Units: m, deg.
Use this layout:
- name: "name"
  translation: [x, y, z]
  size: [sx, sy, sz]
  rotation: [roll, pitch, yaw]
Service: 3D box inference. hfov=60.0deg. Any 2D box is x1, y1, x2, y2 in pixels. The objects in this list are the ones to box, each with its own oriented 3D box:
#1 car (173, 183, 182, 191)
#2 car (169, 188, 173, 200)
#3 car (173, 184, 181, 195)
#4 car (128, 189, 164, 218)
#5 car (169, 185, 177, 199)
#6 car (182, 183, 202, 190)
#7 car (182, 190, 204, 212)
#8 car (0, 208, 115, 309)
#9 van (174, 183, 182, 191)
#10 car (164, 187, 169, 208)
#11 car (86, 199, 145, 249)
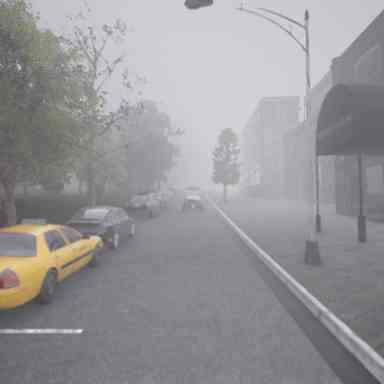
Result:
- name: "car"
  translation: [-3.643, -0.701, 74.965]
  size: [2.097, 1.535, 5.008]
  rotation: [0, 2, 2]
- name: "car"
  translation: [-3.648, 0.626, 35.989]
  size: [2.231, 1.521, 4.892]
  rotation: [0, 2, 2]
- name: "car"
  translation: [-3.644, -0.096, 58.297]
  size: [2.163, 1.488, 4.792]
  rotation: [0, 2, 2]
- name: "car"
  translation: [-3.651, 0.866, 24.823]
  size: [2.185, 1.767, 4.553]
  rotation: [0, 2, 2]
- name: "car"
  translation: [-3.639, 0.244, 47.316]
  size: [1.946, 1.575, 5.366]
  rotation: [0, 2, 2]
- name: "car"
  translation: [0.106, 0.115, 43.586]
  size: [2.150, 2.045, 5.566]
  rotation: [0, 2, 0]
- name: "car"
  translation: [0.104, 0.895, 29.169]
  size: [1.812, 1.442, 4.674]
  rotation: [0, 2, 0]
- name: "car"
  translation: [-3.629, 1.401, 7.955]
  size: [1.946, 1.575, 5.366]
  rotation: [1, 1, 2]
- name: "van"
  translation: [-3.637, -1.315, 86.213]
  size: [1.878, 1.987, 4.442]
  rotation: [0, 2, 2]
- name: "car"
  translation: [-3.650, 0.684, 30.391]
  size: [2.185, 1.767, 4.553]
  rotation: [0, 2, 2]
- name: "car"
  translation: [-3.632, 1.314, 13.694]
  size: [2.231, 1.521, 4.892]
  rotation: [1, 2, 2]
